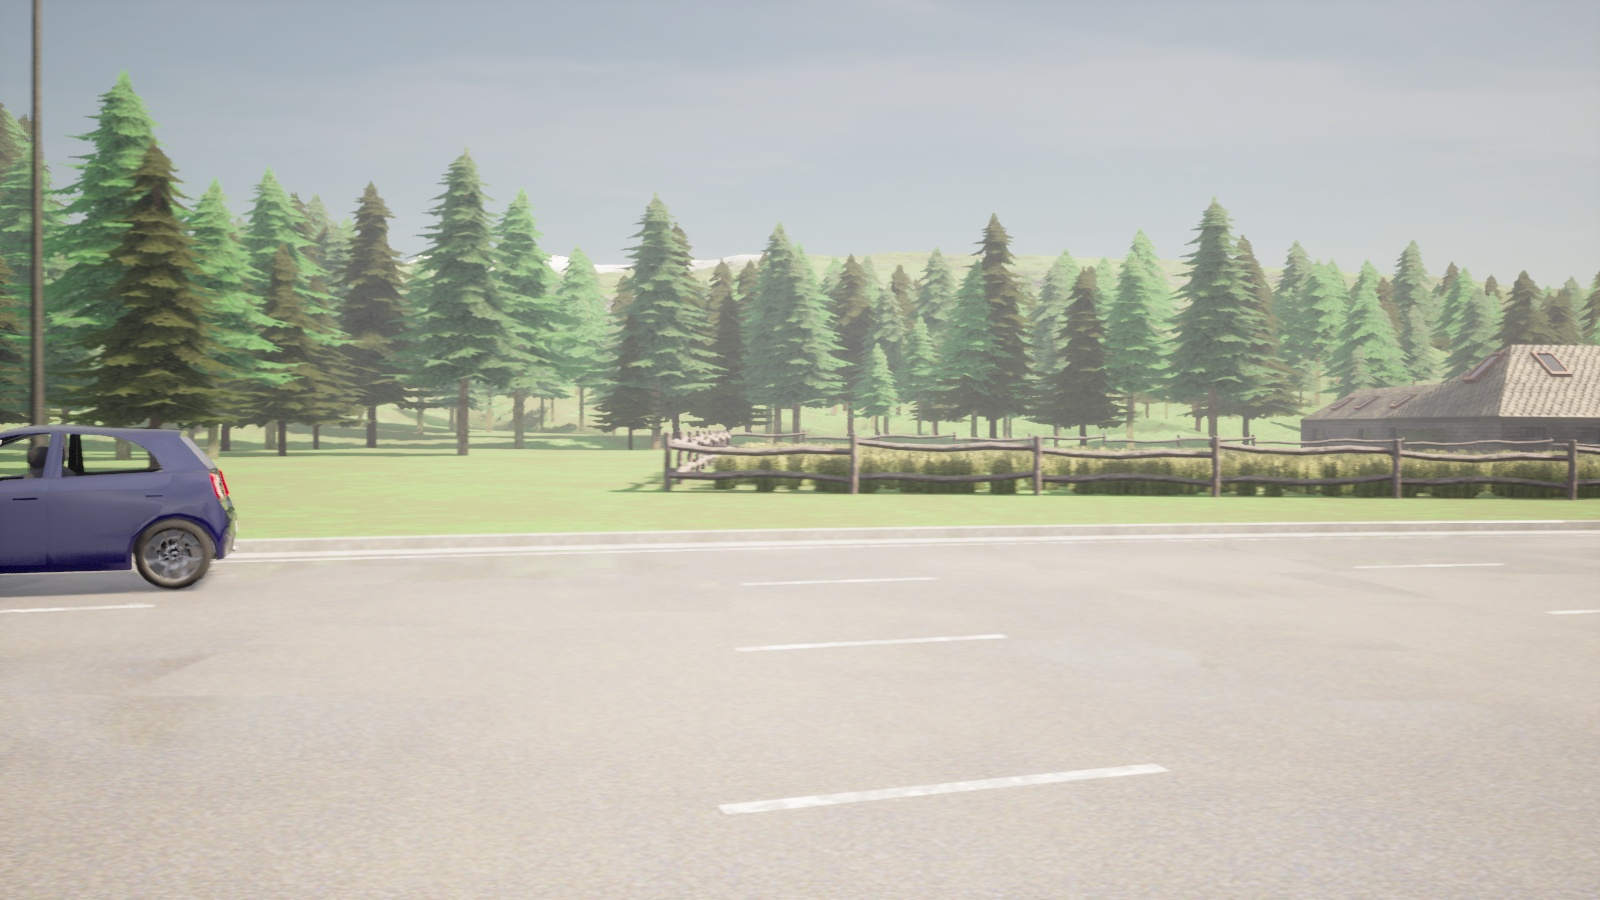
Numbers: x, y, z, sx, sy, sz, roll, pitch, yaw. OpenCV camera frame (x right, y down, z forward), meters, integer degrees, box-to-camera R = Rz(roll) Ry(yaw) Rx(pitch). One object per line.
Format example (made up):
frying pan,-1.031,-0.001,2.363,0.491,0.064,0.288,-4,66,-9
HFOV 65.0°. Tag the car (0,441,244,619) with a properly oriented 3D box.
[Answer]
car,-7.208,0.700,11.690,3.633,1.501,1.845,-1,1,-22
